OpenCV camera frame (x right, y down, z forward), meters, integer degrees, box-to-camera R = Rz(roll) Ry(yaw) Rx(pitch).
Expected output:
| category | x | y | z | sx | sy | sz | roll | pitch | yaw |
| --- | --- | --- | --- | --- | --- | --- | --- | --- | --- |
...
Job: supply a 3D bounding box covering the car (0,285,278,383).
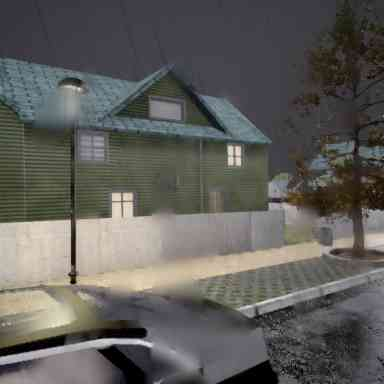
| category | x | y | z | sx | sy | sz | roll | pitch | yaw |
| --- | --- | --- | --- | --- | --- | --- | --- | --- | --- |
| car | -1.588 | 1.492 | 1.939 | 4.902 | 1.511 | 2.128 | 0 | 0 | -35 |
